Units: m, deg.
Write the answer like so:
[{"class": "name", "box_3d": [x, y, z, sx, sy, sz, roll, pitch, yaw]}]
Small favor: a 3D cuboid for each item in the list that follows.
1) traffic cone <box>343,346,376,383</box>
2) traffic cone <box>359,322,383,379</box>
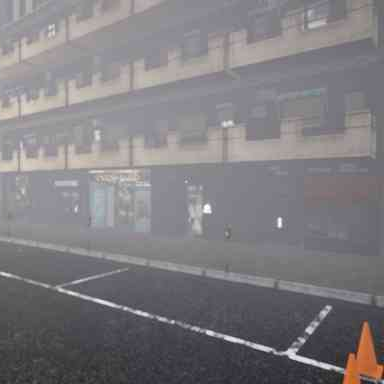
[{"class": "traffic cone", "box_3d": [1.637, 1.955, 3.401, 0.340, 0.580, 0.340, 0, 0, 35]}, {"class": "traffic cone", "box_3d": [2.212, 1.955, 4.218, 0.340, 0.580, 0.340, 0, 0, 35]}]
